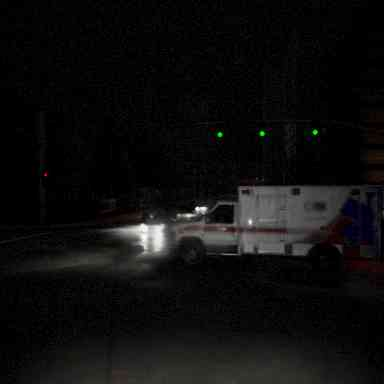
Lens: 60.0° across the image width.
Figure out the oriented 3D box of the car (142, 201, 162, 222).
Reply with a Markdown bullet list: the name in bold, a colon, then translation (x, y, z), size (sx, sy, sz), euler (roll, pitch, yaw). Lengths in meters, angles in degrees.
- **car**: translation (-2.426, 1.491, 26.195), size (2.128, 1.511, 4.902), euler (0, 0, 11)

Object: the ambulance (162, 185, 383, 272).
- **ambulance**: translation (2.512, 1.031, 10.596), size (6.366, 2.431, 2.351), euler (0, 0, 9)

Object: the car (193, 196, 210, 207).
- **car**: translation (1.546, 1.490, 51.852), size (2.128, 1.511, 4.902), euler (0, 0, 9)

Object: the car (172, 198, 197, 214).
- **car**: translation (-0.735, 1.477, 36.920), size (1.882, 1.535, 5.008), euler (0, 0, 9)
